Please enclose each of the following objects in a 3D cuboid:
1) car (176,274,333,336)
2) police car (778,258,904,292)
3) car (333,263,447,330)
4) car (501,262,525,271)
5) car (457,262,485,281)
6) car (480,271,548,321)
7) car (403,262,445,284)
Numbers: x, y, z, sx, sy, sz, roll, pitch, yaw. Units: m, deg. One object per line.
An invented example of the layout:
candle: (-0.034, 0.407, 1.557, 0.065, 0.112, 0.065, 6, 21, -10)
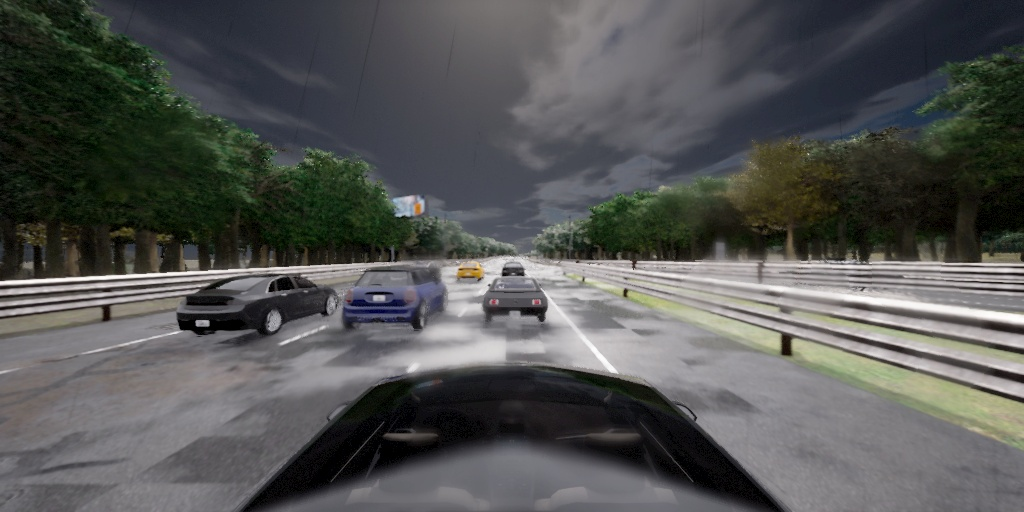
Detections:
car: (-6.901, 1.255, 10.414, 1.837, 1.490, 4.892, 0, 0, 0)
police car: (16.838, 0.906, 18.829, 1.930, 1.638, 5.238, 0, 0, -16)
car: (-3.402, 1.102, 11.306, 2.097, 1.767, 4.553, 0, 0, 0)
car: (0.092, 1.256, 30.323, 1.882, 1.535, 5.008, 0, 0, 0)
car: (-3.408, 1.256, 30.340, 1.882, 1.535, 5.008, 0, 0, 0)
car: (0.090, 1.352, 12.420, 1.895, 1.301, 4.718, 0, 0, 0)
car: (-6.907, 1.266, 28.691, 2.128, 1.511, 4.902, 0, 0, 0)
